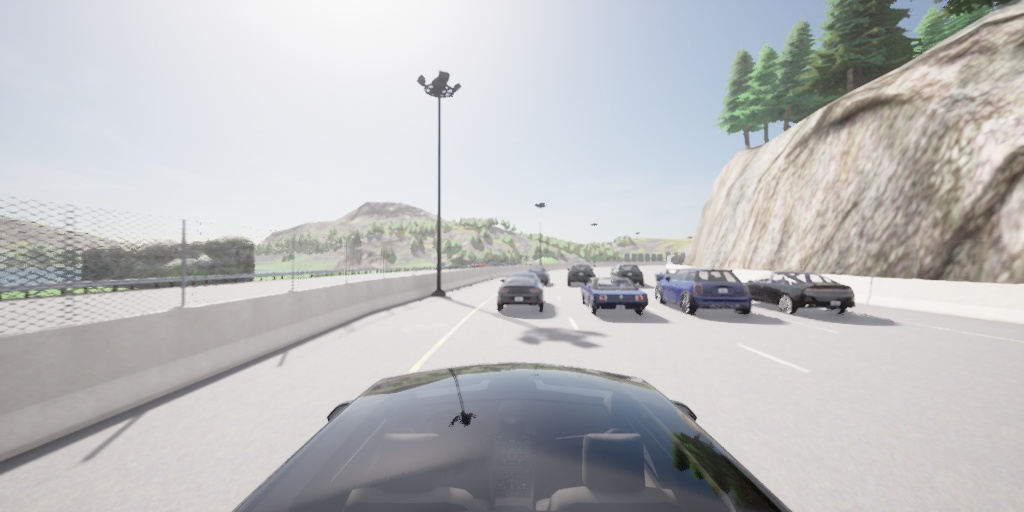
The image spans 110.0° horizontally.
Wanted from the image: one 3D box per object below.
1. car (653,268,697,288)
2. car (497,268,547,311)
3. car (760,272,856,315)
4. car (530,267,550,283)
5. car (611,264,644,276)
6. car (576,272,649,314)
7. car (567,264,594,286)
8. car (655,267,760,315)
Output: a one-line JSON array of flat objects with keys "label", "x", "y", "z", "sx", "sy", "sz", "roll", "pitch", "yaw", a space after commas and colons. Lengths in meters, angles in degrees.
[{"label": "car", "x": 12.393, "y": 1.623, "z": 27.620, "sx": 1.895, "sy": 1.301, "sz": 4.718, "roll": 0, "pitch": -1, "yaw": 9}, {"label": "car", "x": 0.454, "y": 1.418, "z": 15.298, "sx": 1.812, "sy": 1.442, "sz": 4.674, "roll": 0, "pitch": 0, "yaw": 5}, {"label": "car", "x": 10.900, "y": 1.375, "z": 14.274, "sx": 2.128, "sy": 1.511, "sz": 4.902, "roll": 0, "pitch": 0, "yaw": 5}, {"label": "car", "x": 2.041, "y": 1.605, "z": 29.341, "sx": 1.994, "sy": 1.385, "sz": 4.181, "roll": 0, "pitch": -1, "yaw": 10}, {"label": "car", "x": 8.964, "y": 1.380, "z": 28.285, "sx": 2.097, "sy": 1.767, "sz": 4.553, "roll": 0, "pitch": -1, "yaw": 10}, {"label": "car", "x": 3.886, "y": 1.485, "z": 14.434, "sx": 1.895, "sy": 1.301, "sz": 4.718, "roll": 0, "pitch": -1, "yaw": 5}, {"label": "car", "x": 5.499, "y": 1.385, "z": 28.780, "sx": 2.097, "sy": 1.767, "sz": 4.553, "roll": 0, "pitch": -1, "yaw": 10}, {"label": "car", "x": 7.402, "y": 1.235, "z": 14.403, "sx": 2.097, "sy": 1.767, "sz": 4.553, "roll": 0, "pitch": -1, "yaw": 5}]
